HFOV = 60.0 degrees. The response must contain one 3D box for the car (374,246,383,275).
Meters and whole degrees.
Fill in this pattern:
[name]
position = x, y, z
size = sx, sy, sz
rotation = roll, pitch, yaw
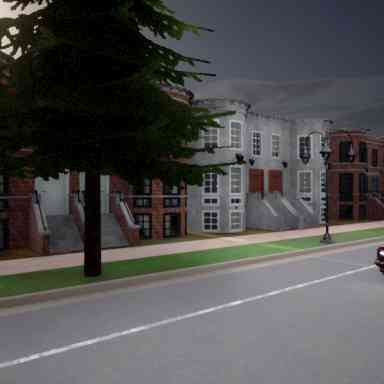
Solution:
[car]
position = 6.881, 1.601, 8.894
size = 4.718, 1.301, 1.895
rotation = 0, 0, -35
